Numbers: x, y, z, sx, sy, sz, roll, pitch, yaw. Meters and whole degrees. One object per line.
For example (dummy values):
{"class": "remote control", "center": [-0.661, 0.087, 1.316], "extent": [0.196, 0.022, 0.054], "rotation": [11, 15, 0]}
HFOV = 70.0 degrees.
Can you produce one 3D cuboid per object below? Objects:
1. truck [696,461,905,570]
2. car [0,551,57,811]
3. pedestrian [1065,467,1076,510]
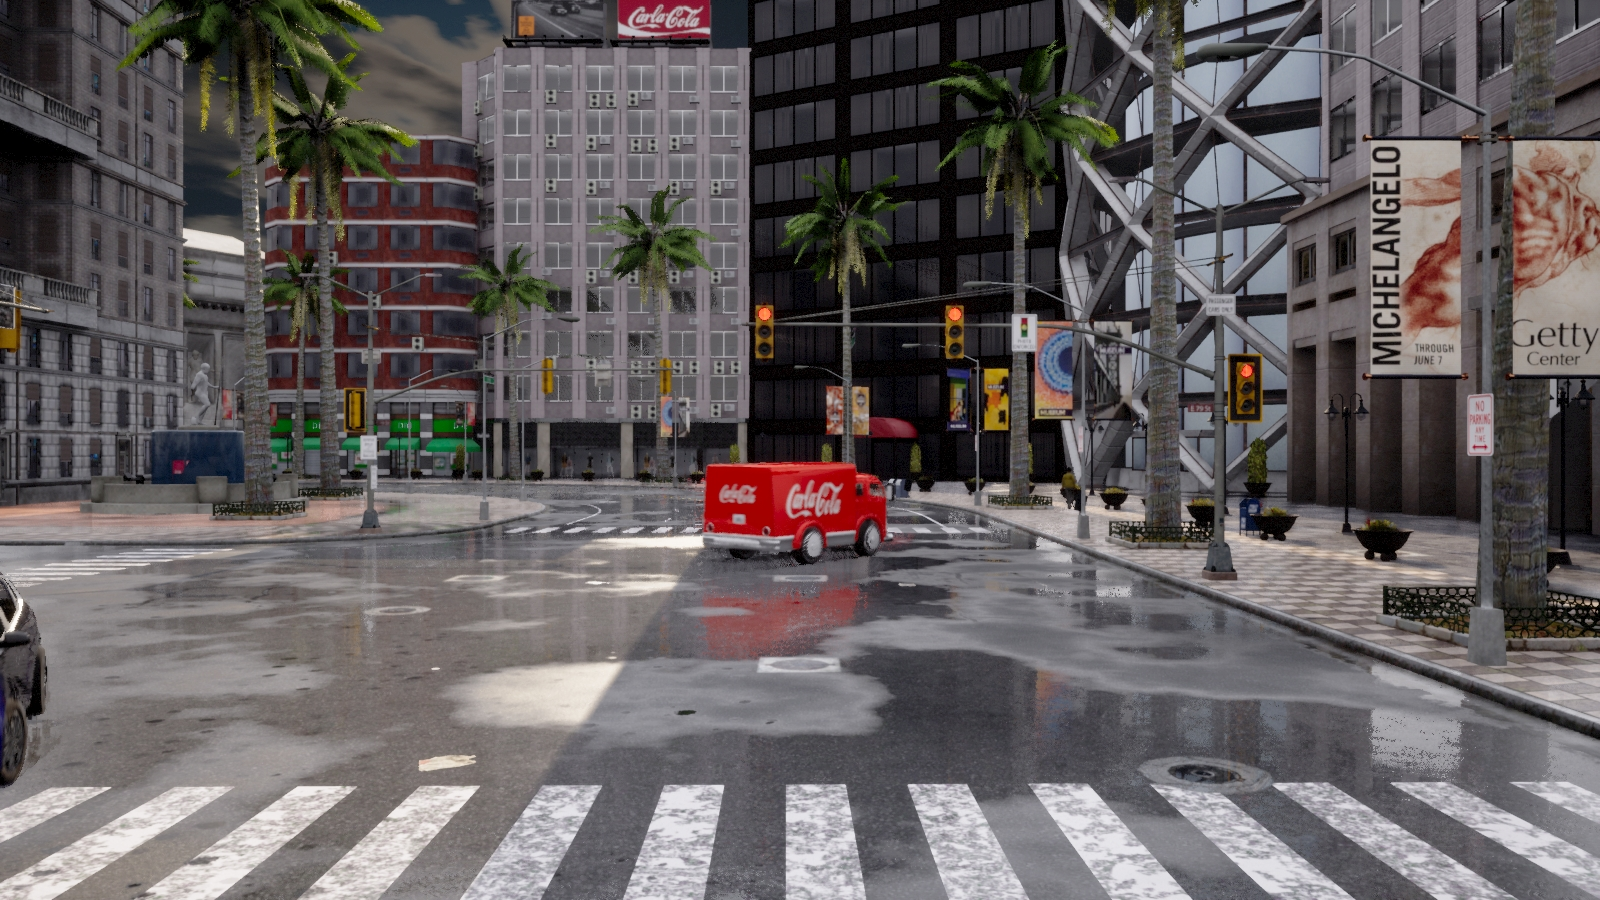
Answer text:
{"class": "truck", "center": [0.121, 1.555, 29.381], "extent": [2.627, 2.467, 5.204], "rotation": [0, 0, 40]}
{"class": "car", "center": [-8.244, 1.964, 10.336], "extent": [2.242, 1.667, 4.611], "rotation": [0, 0, -29]}
{"class": "pedestrian", "center": [11.871, 1.678, 50.219], "extent": [0.375, 1.860, 0.375], "rotation": [0, 0, 30]}
